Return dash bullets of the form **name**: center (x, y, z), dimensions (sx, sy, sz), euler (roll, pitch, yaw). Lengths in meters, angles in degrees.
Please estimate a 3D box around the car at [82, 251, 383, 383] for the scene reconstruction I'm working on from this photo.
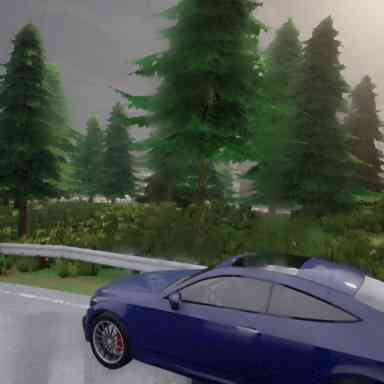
- **car**: center (0.743, 1.499, 4.106), dimensions (4.674, 1.442, 1.812), euler (1, 1, 31)
